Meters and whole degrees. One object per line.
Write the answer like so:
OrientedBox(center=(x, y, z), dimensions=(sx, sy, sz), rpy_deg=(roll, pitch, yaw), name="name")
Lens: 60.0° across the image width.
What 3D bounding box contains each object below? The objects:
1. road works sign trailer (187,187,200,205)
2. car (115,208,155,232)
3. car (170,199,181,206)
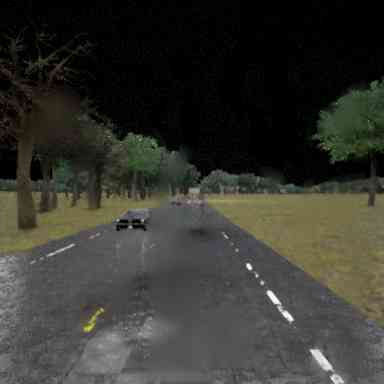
OrientedBox(center=(0.485, 0.860, 68.453), dimensions=(2.380, 3.560, 2.880), rpy_deg=(0, 0, 1), name="road works sign trailer")
OrientedBox(center=(-3.546, 1.738, 21.283), dimensions=(1.895, 1.301, 4.718), rpy_deg=(0, 0, 0), name="car")
OrientedBox(center=(-3.108, 1.940, 62.730), dimensions=(2.033, 1.411, 5.357), rpy_deg=(0, 0, 1), name="car")
